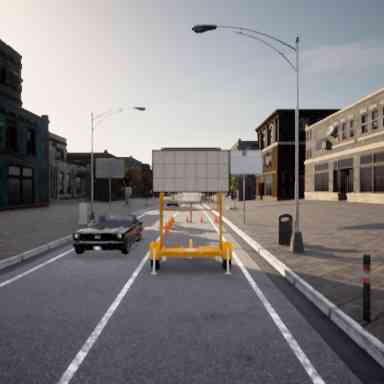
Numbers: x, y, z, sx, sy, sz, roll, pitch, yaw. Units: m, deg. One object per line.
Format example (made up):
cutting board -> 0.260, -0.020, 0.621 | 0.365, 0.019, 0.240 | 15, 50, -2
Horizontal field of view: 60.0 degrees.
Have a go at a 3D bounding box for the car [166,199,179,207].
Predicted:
car -> -3.245, 1.835, 55.693 | 1.895, 1.301, 4.718 | 0, -1, 0

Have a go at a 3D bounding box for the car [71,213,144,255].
car -> -3.139, 1.550, 13.245 | 1.895, 1.301, 4.718 | 0, 0, 0

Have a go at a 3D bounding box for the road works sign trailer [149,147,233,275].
road works sign trailer -> -0.029, 0.426, 10.329 | 2.380, 3.560, 2.880 | 0, 0, 0
